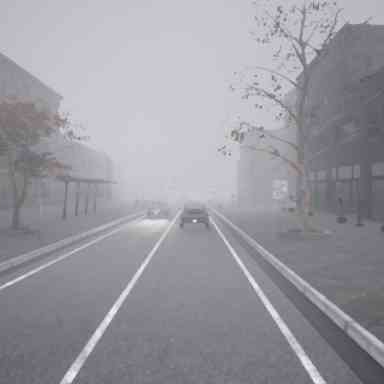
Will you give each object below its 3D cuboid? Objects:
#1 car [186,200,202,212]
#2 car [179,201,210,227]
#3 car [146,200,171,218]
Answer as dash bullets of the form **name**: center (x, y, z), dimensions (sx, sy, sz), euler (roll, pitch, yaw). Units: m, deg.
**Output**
- **car**: center (0.231, 1.751, 42.317), dimensions (1.895, 1.301, 4.718), euler (0, -1, 0)
- **car**: center (0.169, 1.512, 22.627), dimensions (1.837, 1.490, 4.892), euler (0, 0, 0)
- **car**: center (-3.001, 1.503, 30.529), dimensions (2.128, 1.511, 4.902), euler (0, 0, 0)
